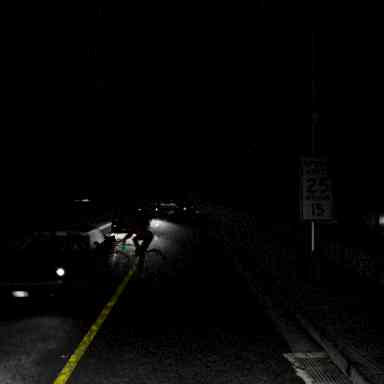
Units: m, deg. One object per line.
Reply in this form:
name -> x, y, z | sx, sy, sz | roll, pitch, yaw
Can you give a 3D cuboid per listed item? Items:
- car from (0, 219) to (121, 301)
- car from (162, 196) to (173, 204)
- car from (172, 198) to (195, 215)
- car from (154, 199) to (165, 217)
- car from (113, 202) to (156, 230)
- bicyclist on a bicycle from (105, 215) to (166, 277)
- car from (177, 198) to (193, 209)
car -> -3.277, 1.602, 8.444 | 1.895, 1.301, 4.718 | 0, 0, -1
car -> -4.643, 1.511, 63.482 | 1.837, 1.490, 4.892 | 0, 0, -1
car -> -0.718, 1.562, 33.470 | 1.994, 1.385, 4.181 | 0, 0, -1
car -> -3.815, 1.601, 30.915 | 1.895, 1.301, 4.718 | 0, 0, -1
car -> -3.569, 1.565, 20.275 | 1.994, 1.385, 4.181 | 0, 0, -1
bicyclist on a bicycle -> -1.538, 1.451, 8.952 | 1.656, 1.620, 0.582 | -2, 0, -1
car -> -1.059, 1.548, 47.384 | 2.033, 1.411, 5.357 | 0, 0, -3
